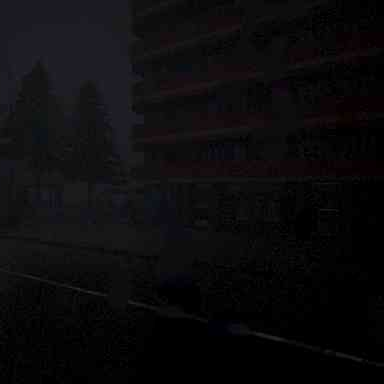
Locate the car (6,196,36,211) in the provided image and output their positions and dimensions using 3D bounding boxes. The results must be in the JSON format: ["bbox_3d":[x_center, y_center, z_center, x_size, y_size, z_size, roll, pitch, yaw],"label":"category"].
[{"bbox_3d":[-19.332,1.545,40.262,1.895,1.301,4.718,0,0,34],"label":"car"}]

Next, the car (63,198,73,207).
[{"bbox_3d":[-17.174,1.470,49.521,1.812,1.442,4.674,0,0,36],"label":"car"}]

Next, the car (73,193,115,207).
[{"bbox_3d":[-13.830,1.166,48.315,2.150,2.045,5.566,0,0,36],"label":"car"}]

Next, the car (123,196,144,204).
[{"bbox_3d":[-9.899,1.471,58.437,4.674,1.442,1.812,-1,1,-44],"label":"car"}]

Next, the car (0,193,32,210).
[{"bbox_3d":[-22.618,1.166,41.639,2.150,2.045,5.566,0,0,34],"label":"car"}]
